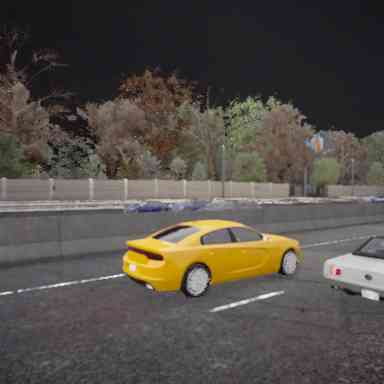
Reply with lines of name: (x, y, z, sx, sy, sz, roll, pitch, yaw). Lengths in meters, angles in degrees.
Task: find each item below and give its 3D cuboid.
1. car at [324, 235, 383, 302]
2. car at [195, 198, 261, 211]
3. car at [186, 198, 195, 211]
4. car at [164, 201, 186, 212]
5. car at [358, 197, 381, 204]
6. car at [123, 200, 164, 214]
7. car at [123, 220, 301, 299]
car: (5.071, 1.594, 7.365, 4.718, 1.301, 1.895, 0, 0, -35)
car: (2.832, 1.340, 23.209, 4.553, 1.767, 2.097, 0, 0, -35)
car: (2.308, 1.478, 27.136, 4.902, 1.511, 2.128, 0, 0, -35)
car: (0.167, 1.339, 29.906, 4.553, 1.767, 2.097, 0, 0, -35)
car: (29.405, 1.496, 54.978, 4.674, 1.442, 1.812, 0, 0, -35)
car: (-4.102, 1.514, 31.162, 4.674, 1.442, 1.812, 0, 0, -35)
car: (0.738, 1.473, 8.571, 5.008, 1.535, 1.882, 0, 0, -36)
